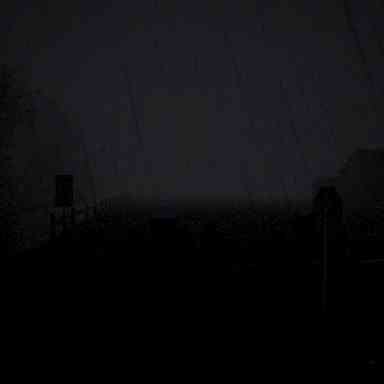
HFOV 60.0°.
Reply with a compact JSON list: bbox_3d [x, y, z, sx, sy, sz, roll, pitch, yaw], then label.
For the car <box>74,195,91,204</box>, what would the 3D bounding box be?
[{"bbox_3d":[-16.534,1.108,50.390,1.994,1.385,4.181,0,1,-9],"label":"car"}]
